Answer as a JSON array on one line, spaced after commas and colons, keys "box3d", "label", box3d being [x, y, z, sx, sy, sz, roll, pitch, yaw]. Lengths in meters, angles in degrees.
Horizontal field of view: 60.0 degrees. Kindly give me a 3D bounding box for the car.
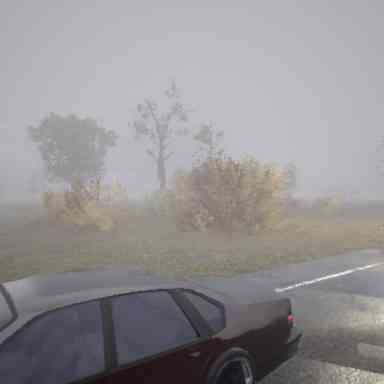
[{"box3d": [-1.197, 1.537, 3.177, 5.357, 1.411, 2.033, 0, 0, -36], "label": "car"}]
